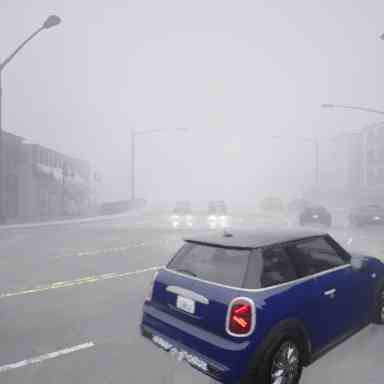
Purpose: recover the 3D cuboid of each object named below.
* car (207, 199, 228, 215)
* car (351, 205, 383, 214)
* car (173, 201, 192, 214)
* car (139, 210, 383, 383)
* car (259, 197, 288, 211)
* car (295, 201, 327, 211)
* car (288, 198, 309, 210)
[{"bbox_3d":[2.570,1.492,34.325,2.128,1.511,4.902,0,0,1],"label":"car"},{"bbox_3d":[11.838,1.565,22.252,1.994,1.385,4.181,0,0,16],"label":"car"},{"bbox_3d":[-0.933,1.601,34.860,1.895,1.301,4.718,0,0,1],"label":"car"},{"bbox_3d":[1.496,1.351,5.366,4.553,1.767,2.097,0,0,-42],"label":"car"},{"bbox_3d":[9.597,1.351,40.406,2.097,1.767,4.553,0,0,-1],"label":"car"},{"bbox_3d":[8.581,1.565,23.550,1.994,1.385,4.181,0,0,16],"label":"car"},{"bbox_3d":[13.094,1.506,40.594,1.837,1.490,4.892,0,0,-1],"label":"car"}]
